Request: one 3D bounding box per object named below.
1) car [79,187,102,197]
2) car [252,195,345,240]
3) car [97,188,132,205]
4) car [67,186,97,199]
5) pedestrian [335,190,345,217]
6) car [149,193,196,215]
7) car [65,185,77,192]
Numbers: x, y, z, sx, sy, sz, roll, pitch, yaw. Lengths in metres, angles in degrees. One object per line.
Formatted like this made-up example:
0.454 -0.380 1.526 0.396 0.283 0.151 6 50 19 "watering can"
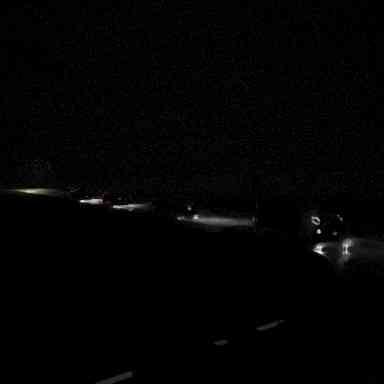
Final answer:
-15.523 -0.089 50.866 1.895 1.301 4.718 -3 4 -35 "car"
5.035 1.114 16.199 2.097 1.767 4.553 -3 4 -30 "car"
-8.003 0.495 35.121 1.837 1.490 4.892 -3 3 -35 "car"
-14.879 0.207 44.924 1.895 1.301 4.718 -3 4 -35 "car"
9.281 0.776 20.972 0.375 1.860 0.375 -1 1 -35 "pedestrian"
-1.590 0.846 26.029 2.128 1.511 4.902 -3 4 -35 "car"
-21.405 -0.497 59.183 2.128 1.511 4.902 -3 4 -35 "car"
